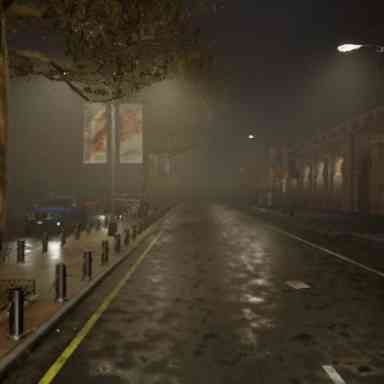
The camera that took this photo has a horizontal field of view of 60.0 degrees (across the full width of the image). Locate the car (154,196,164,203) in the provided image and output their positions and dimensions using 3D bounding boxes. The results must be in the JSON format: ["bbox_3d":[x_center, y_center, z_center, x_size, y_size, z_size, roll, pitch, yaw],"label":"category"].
[{"bbox_3d":[-8.013,1.763,80.708,1.812,1.442,4.674,0,0,0],"label":"car"}]

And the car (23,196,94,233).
[{"bbox_3d":[-8.103,1.284,20.436,2.150,2.045,5.566,0,0,0],"label":"car"}]

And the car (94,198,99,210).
[{"bbox_3d":[-13.461,1.476,41.594,2.097,1.767,4.553,0,0,23],"label":"car"}]

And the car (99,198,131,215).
[{"bbox_3d":[-8.100,1.632,35.470,1.812,1.442,4.674,0,0,0],"label":"car"}]

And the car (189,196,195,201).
[{"bbox_3d":[-0.016,1.760,94.684,1.882,1.535,5.008,0,0,0],"label":"car"}]

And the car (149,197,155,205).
[{"bbox_3d":[-8.045,1.670,59.337,2.128,1.511,4.902,0,0,1],"label":"car"}]

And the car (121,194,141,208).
[{"bbox_3d":[-8.098,1.357,47.285,2.150,2.045,5.566,0,1,0],"label":"car"}]

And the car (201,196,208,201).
[{"bbox_3d":[3.484,1.822,94.730,2.033,1.411,5.357,0,0,0],"label":"car"}]

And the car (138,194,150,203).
[{"bbox_3d":[-11.513,1.464,80.228,2.150,2.045,5.566,0,0,0],"label":"car"}]

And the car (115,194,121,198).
[{"bbox_3d":[-11.579,1.385,54.072,2.150,2.045,5.566,0,0,0],"label":"car"}]

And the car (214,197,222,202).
[{"bbox_3d":[6.735,1.856,87.509,1.895,1.301,4.718,0,0,0],"label":"car"}]

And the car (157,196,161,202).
[{"bbox_3d":[-8.011,1.732,69.424,1.812,1.442,4.674,0,0,0],"label":"car"}]
